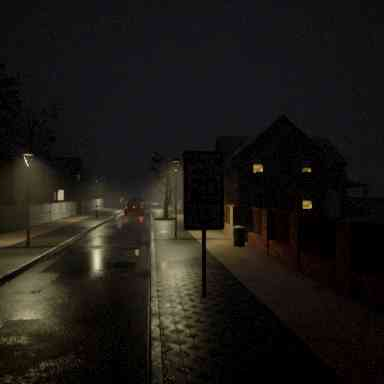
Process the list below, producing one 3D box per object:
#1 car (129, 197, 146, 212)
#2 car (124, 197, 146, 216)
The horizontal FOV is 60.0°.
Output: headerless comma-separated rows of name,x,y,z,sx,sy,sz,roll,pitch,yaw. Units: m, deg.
car,-7.874,1.704,48.435,2.150,2.045,5.566,0,-1,-7
car,-6.578,1.733,38.369,2.097,1.767,4.553,0,-1,-6
